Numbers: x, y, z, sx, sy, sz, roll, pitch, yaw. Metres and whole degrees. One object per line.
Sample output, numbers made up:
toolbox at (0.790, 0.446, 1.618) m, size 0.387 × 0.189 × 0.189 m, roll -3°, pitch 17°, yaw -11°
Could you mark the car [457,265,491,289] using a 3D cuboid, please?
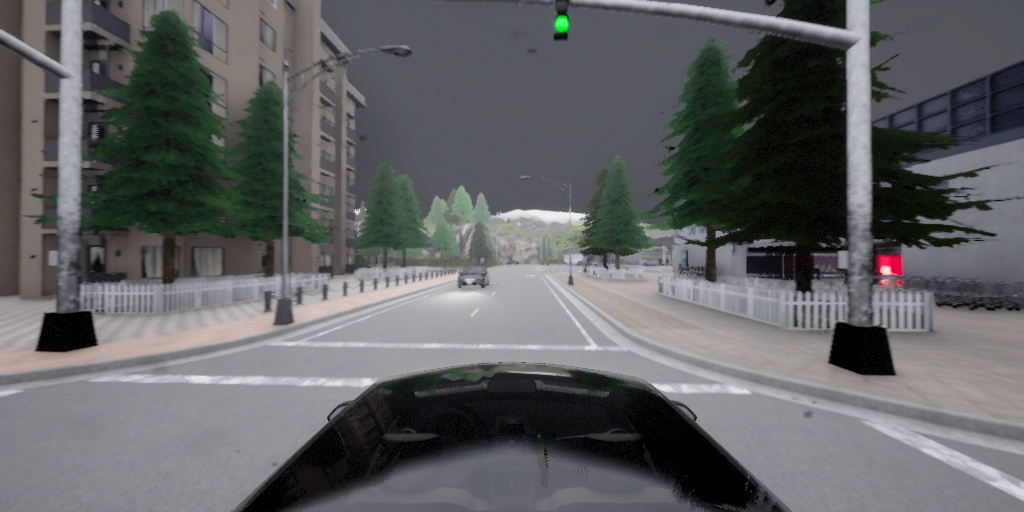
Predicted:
car at (-2.610, 1.437, 25.355) m, size 2.128 × 1.511 × 4.902 m, roll 0°, pitch 0°, yaw 3°
